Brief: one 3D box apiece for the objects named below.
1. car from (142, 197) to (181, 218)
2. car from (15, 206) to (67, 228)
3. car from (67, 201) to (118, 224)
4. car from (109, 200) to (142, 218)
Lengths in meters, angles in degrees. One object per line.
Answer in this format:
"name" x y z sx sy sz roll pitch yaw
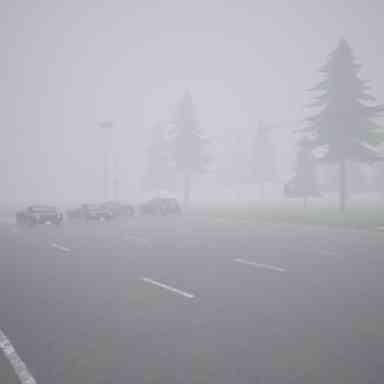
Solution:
"car" -2.981 1.269 29.746 2.097 1.767 4.553 0 0 -40
"car" -10.246 1.551 22.075 1.895 1.301 4.718 0 0 -40
"car" -7.571 1.541 24.333 1.895 1.301 4.718 0 0 -40
"car" -6.560 1.452 28.539 1.812 1.442 4.674 0 0 -40
